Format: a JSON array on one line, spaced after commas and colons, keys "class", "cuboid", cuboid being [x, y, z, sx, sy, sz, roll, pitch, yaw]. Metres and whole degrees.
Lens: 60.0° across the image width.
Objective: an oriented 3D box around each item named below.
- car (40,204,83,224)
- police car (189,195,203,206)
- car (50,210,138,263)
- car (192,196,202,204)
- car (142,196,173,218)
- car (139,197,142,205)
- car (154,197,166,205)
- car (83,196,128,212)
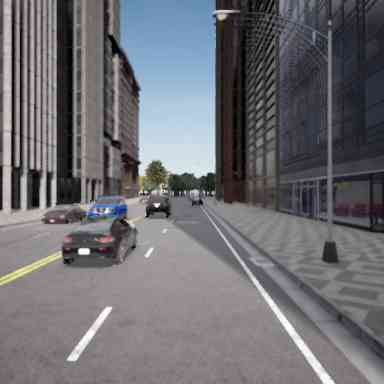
[{"class": "car", "cuboid": [-9.856, 1.659, 26.083, 2.033, 1.411, 5.357, 0, 0, 0]}, {"class": "police car", "cuboid": [0.961, 1.666, 59.115, 1.930, 1.638, 5.238, 0, 0, 0]}, {"class": "car", "cuboid": [-3.140, 1.579, 11.997, 1.812, 1.442, 4.674, 0, 0, 0]}, {"class": "car", "cuboid": [0.959, 1.629, 68.976, 2.097, 1.767, 4.553, 0, 0, 0]}, {"class": "car", "cuboid": [-3.157, 1.359, 32.506, 2.150, 2.045, 5.566, 0, 0, 0]}, {"class": "car", "cuboid": [-9.765, 1.792, 68.366, 2.128, 1.511, 4.902, 0, 0, 0]}, {"class": "car", "cuboid": [-6.516, 1.745, 68.377, 1.882, 1.535, 5.008, 0, 0, 0]}, {"class": "car", "cuboid": [-6.604, 1.340, 26.832, 2.150, 2.045, 5.566, 0, -1, 0]}]
